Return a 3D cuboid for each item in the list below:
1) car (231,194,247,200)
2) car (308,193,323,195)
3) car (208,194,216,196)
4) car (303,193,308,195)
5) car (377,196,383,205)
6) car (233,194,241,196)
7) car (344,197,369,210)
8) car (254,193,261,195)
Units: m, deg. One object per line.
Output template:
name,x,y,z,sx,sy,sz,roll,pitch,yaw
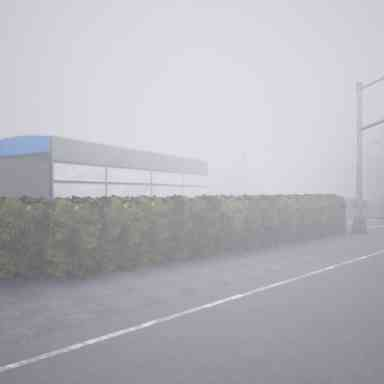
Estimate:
car,12.288,1.232,87.019,3.806,1.475,1.970,0,0,-41
car,27.179,1.097,70.648,4.605,1.855,1.932,0,0,-41
car,4.546,1.298,85.242,4.514,1.523,2.007,0,0,-41
car,24.982,1.077,72.595,3.866,1.878,1.905,0,0,-41
car,31.531,1.384,53.866,3.806,1.475,1.970,0,0,-41
car,8.946,1.298,63.519,4.514,1.523,2.007,0,0,-41
car,19.290,1.340,39.529,4.514,1.523,2.007,0,0,-41
car,16.693,1.154,82.340,5.027,1.636,2.152,0,0,-41
